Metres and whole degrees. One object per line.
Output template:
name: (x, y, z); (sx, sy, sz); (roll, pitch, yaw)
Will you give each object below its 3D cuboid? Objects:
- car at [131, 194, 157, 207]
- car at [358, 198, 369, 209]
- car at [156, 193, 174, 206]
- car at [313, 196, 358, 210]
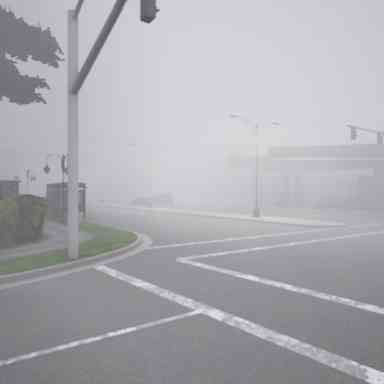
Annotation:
car: (-7.978, 1.478, 52.939); (1.882, 1.535, 5.008); (0, 0, -35)
car: (21.268, 1.456, 44.234); (1.970, 1.475, 3.806); (0, 0, -35)
car: (-5.129, 1.222, 54.973); (2.150, 2.045, 5.566); (0, 0, -35)
car: (17.001, 1.295, 40.313); (2.242, 1.667, 4.611); (0, 0, -35)
